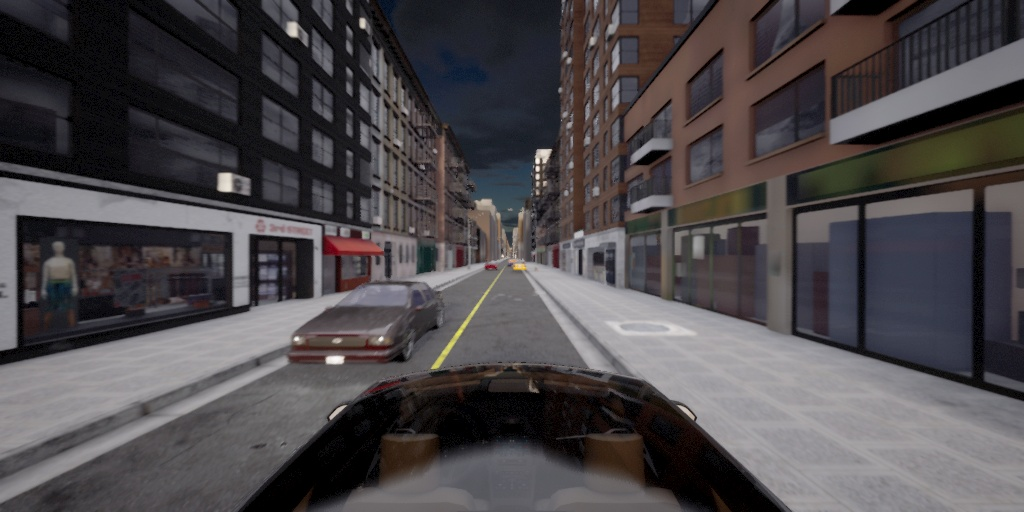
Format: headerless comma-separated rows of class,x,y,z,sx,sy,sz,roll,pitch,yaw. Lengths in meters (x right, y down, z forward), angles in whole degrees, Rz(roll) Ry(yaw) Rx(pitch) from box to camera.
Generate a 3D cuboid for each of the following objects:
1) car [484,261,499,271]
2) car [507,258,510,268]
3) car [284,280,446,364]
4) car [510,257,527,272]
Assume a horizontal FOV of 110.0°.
car,-2.819,1.383,49.438,1.895,1.301,4.718,0,0,0
car,0.011,1.414,64.507,1.895,1.301,4.718,0,0,0
car,-2.849,1.296,8.446,2.033,1.411,5.357,0,0,0
car,0.970,1.234,46.457,1.801,1.575,5.366,0,0,0
